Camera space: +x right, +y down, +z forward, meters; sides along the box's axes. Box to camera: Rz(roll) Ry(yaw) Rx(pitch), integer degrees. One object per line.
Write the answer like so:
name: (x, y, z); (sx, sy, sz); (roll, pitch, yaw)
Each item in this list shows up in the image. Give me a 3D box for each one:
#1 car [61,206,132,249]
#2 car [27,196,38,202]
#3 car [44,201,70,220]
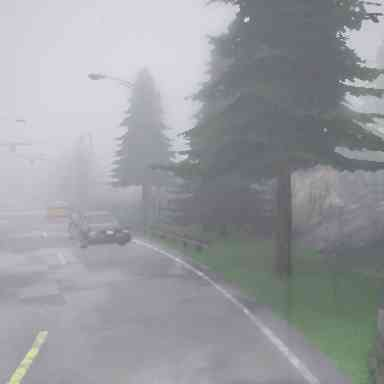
car: (-4.255, 1.561, 14.726); (2.033, 1.411, 5.357); (0, 0, -28)
car: (-33.809, 1.474, 70.363); (1.994, 1.385, 4.181); (0, 0, -28)
car: (-11.292, 1.483, 27.973); (1.882, 1.535, 5.008); (0, 0, -28)
